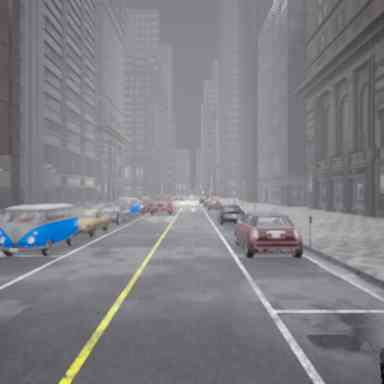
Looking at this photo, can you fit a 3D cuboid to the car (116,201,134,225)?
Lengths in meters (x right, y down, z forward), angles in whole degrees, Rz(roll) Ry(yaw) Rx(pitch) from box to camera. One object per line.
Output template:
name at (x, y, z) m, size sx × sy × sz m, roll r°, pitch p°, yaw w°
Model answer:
car at (-5.760, 1.587, 24.118) m, size 2.008 × 1.369 × 4.403 m, roll 0°, pitch 0°, yaw 0°

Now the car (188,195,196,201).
car at (0.017, 1.546, 83.852) m, size 1.812 × 1.442 × 4.674 m, roll 0°, pitch 0°, yaw 0°

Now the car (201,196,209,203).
car at (2.770, 1.668, 52.305) m, size 1.802 × 1.307 × 4.206 m, roll 0°, pitch 0°, yaw 0°

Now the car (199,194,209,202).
car at (2.774, 1.466, 80.487) m, size 2.192 × 1.841 × 5.009 m, roll 0°, pitch 0°, yaw 0°

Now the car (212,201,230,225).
car at (2.765, 1.601, 24.123) m, size 1.947 × 1.339 × 4.313 m, roll 0°, pitch 0°, yaw 0°

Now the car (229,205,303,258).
car at (2.762, 1.458, 12.851) m, size 1.967 × 1.590 × 4.097 m, roll 0°, pitch 0°, yaw 0°

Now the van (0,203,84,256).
van at (-5.763, 1.359, 12.846) m, size 1.690 × 1.788 × 3.998 m, roll 0°, pitch 0°, yaw 0°

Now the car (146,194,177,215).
car at (-3.089, 1.279, 34.959) m, size 2.150 × 2.045 × 5.566 m, roll 0°, pitch 0°, yaw 0°

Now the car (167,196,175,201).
car at (-5.748, 1.748, 91.758) m, size 1.947 × 1.339 × 4.313 m, roll 0°, pitch 0°, yaw 0°

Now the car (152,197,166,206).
car at (-5.754, 1.649, 57.938) m, size 2.008 × 1.369 × 4.403 m, roll 0°, pitch 0°, yaw 0°

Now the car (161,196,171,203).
car at (-5.751, 1.662, 74.678) m, size 1.752 × 1.417 × 4.829 m, roll 0°, pitch 0°, yaw 0°

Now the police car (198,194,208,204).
police car at (2.379, 1.538, 64.941) m, size 1.930 × 1.638 × 5.238 m, roll 0°, pitch 0°, yaw 0°

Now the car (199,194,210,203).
car at (2.773, 1.451, 74.850) m, size 2.192 × 1.841 × 5.009 m, roll 0°, pitch 0°, yaw 0°

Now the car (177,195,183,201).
car at (-2.985, 1.337, 76.156) m, size 1.882 × 1.535 × 5.008 m, roll 0°, pitch 0°, yaw 0°

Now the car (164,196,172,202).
car at (-5.750, 1.733, 80.485) m, size 1.802 × 1.307 × 4.206 m, roll 0°, pitch 0°, yaw 0°

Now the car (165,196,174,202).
car at (-5.749, 1.732, 86.121) m, size 1.947 × 1.339 × 4.313 m, roll 0°, pitch 0°, yaw 0°

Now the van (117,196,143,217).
van at (-5.760, 1.387, 29.755) m, size 1.690 × 1.788 × 3.998 m, roll 0°, pitch 0°, yaw 0°

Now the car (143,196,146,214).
car at (-5.759, 1.496, 35.392) m, size 1.967 × 1.590 × 4.097 m, roll 0°, pitch 0°, yaw 0°

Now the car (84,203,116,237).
car at (-5.762, 1.552, 18.312) m, size 1.752 × 1.417 × 4.829 m, roll 0°, pitch 0°, yaw 0°

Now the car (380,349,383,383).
car at (2.760, 1.568, 1.579) m, size 1.947 × 1.339 × 4.313 m, roll 0°, pitch 0°, yaw 0°

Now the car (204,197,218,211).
car at (2.768, 1.648, 41.033) m, size 1.802 × 1.307 × 4.206 m, roll 0°, pitch 0°, yaw 0°

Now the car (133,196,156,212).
car at (-5.758, 1.381, 41.029) m, size 2.192 × 1.841 × 5.009 m, roll 0°, pitch 0°, yaw 0°
